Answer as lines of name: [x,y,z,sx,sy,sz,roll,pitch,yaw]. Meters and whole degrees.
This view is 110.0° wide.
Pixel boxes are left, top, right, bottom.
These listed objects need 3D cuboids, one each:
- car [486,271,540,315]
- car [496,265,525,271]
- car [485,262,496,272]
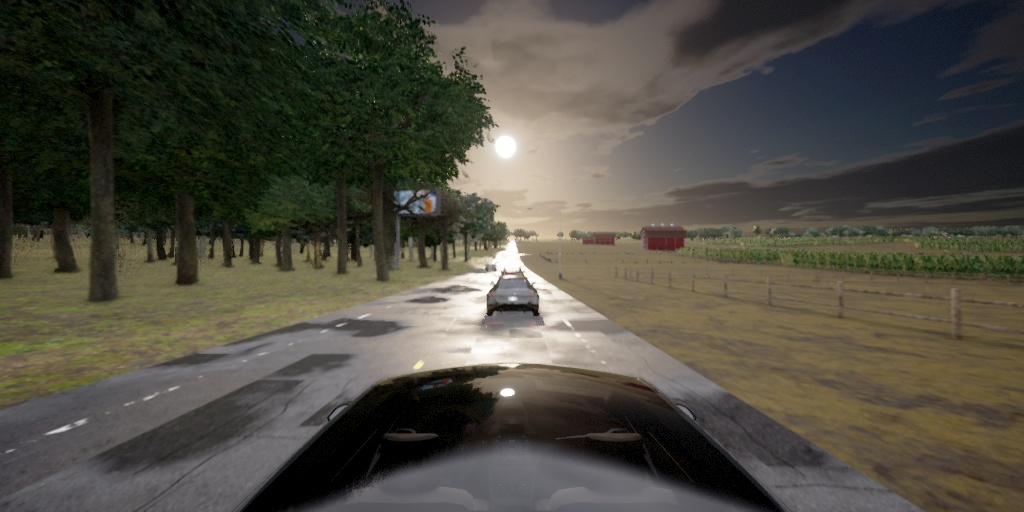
car: [0.049,1.477,14.432,1.994,1.385,4.181,0,-1,1]
car: [0.045,1.575,29.081,2.128,1.511,4.902,0,-1,0]
car: [-3.545,1.833,60.499,2.128,1.511,4.902,0,0,1]
